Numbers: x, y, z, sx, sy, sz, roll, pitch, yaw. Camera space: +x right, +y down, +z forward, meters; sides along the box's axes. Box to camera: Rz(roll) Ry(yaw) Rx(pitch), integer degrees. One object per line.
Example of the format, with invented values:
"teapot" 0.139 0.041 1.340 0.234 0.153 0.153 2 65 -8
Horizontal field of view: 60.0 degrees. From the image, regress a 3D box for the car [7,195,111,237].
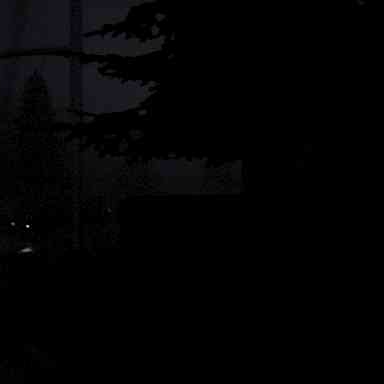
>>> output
"car" -7.127 1.206 18.492 2.150 2.045 5.566 0 0 36
